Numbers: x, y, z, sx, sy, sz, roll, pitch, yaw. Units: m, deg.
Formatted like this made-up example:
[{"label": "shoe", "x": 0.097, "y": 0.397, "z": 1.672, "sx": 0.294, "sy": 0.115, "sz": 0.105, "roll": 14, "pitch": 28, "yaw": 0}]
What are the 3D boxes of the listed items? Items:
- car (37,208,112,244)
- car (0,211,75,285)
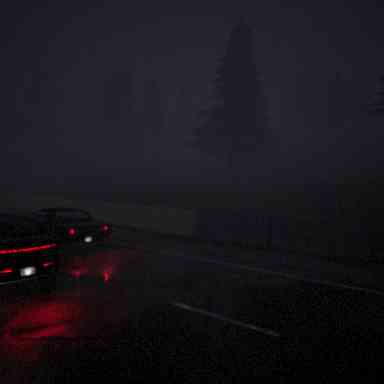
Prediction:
[{"label": "car", "x": -5.219, "y": 1.257, "z": 12.770, "sx": 4.718, "sy": 1.301, "sz": 1.895, "roll": 2, "pitch": 1, "yaw": 40}, {"label": "car", "x": -5.101, "y": 1.244, "z": 8.114, "sx": 4.892, "sy": 1.490, "sz": 1.837, "roll": 2, "pitch": 1, "yaw": 39}]
